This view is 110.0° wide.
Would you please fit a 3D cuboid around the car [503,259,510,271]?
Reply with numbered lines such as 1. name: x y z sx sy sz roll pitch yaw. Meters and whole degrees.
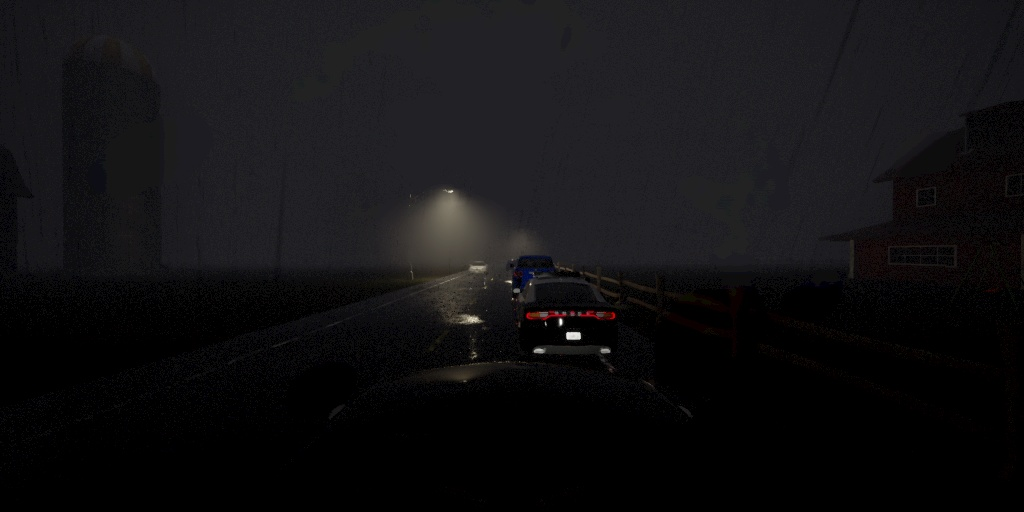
1. car: 0.153 1.271 50.385 1.882 1.535 5.008 0 0 1

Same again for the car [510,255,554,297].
1. car: 1.088 0.978 18.693 2.150 2.045 5.566 0 0 0

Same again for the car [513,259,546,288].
1. car: 1.098 1.109 24.633 2.097 1.767 4.553 0 0 0

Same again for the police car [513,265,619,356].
1. police car: 1.067 1.175 8.771 1.930 1.638 5.238 0 0 0

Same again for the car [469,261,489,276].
1. car: -3.523 1.299 38.522 1.812 1.442 4.674 0 0 0
